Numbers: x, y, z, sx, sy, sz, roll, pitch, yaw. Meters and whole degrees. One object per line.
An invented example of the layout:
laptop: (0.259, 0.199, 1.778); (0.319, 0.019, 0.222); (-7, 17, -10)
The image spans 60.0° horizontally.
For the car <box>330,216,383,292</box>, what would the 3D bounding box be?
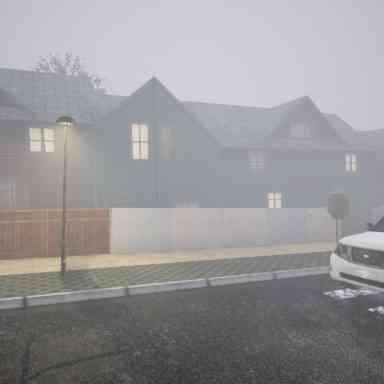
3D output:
car: (5.922, 1.382, 8.218); (5.566, 2.045, 2.150); (1, 0, -30)
